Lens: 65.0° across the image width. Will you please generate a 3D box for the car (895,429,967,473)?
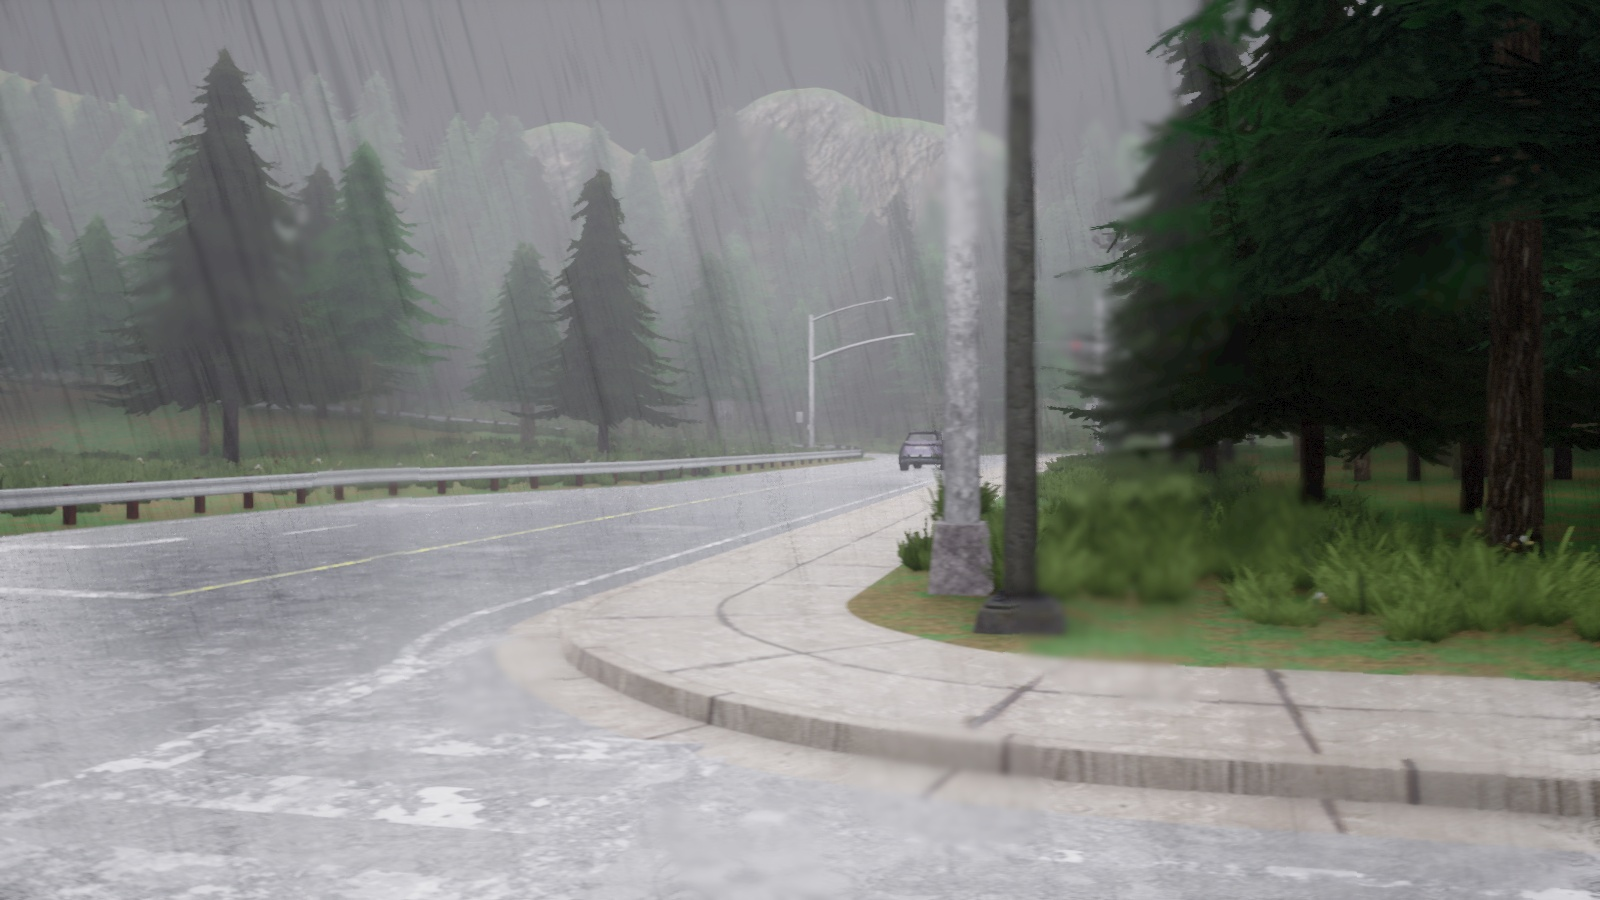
[{"bbox_3d":[5.199,-0.004,49.261,2.033,1.649,4.856,0,1,16],"label":"car"}]
